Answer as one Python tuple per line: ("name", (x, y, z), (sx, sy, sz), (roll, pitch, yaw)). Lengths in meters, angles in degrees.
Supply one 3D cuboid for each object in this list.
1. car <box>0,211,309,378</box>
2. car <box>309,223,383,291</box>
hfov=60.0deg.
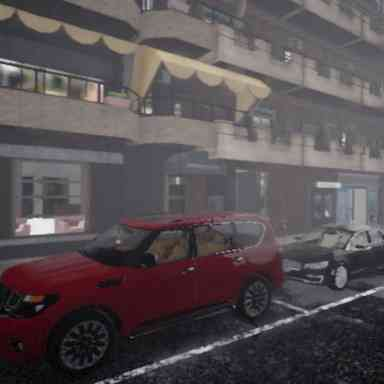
("car", (-0.524, 1.318, 5.717), (5.009, 1.841, 2.192), (0, 0, -36))
("car", (3.982, 1.560, 8.934), (4.403, 1.369, 2.008), (0, 0, -36))
